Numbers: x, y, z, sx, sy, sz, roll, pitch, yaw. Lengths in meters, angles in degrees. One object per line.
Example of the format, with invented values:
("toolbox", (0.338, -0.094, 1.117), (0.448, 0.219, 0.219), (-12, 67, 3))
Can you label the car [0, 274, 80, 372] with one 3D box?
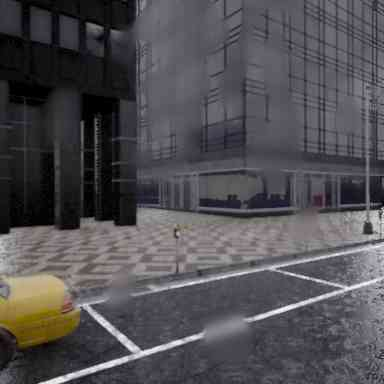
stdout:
("car", (-3.885, 1.527, 3.881), (4.829, 1.417, 1.752), (0, 0, -36))
